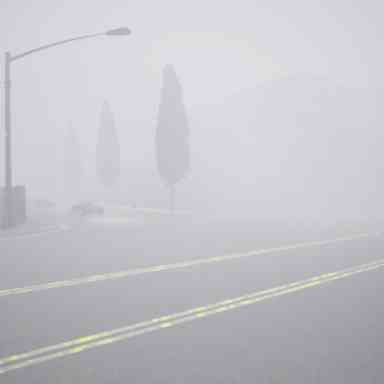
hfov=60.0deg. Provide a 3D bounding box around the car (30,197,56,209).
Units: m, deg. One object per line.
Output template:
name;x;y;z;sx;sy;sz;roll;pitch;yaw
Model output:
car;-20.136;1.482;45.381;2.033;1.411;5.357;0;0;-36

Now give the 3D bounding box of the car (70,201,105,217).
car;-9.804;1.534;31.167;1.895;1.301;4.718;0;0;-36

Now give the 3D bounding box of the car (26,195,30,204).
car;-29.317;1.297;58.143;2.097;1.767;4.553;0;0;-36
